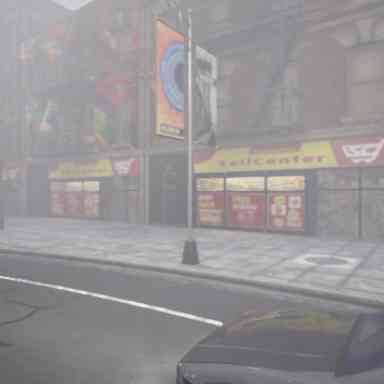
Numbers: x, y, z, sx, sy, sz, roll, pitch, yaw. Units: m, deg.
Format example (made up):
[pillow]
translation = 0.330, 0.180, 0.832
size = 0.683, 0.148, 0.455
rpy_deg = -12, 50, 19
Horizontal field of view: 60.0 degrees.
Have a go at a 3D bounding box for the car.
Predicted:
[car]
translation = 2.404, 1.545, 2.223
size = 5.357, 1.411, 2.033
rpy_deg = 0, 0, 34
